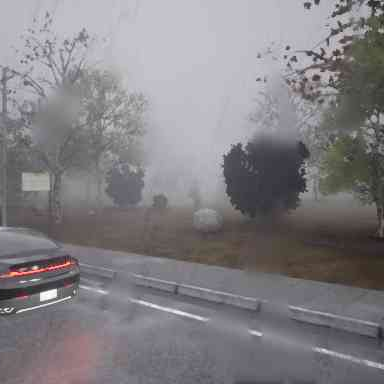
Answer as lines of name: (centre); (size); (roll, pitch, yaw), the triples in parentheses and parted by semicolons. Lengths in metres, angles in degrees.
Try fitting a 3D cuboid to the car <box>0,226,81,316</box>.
car: (-4.375, 1.505, 7.111); (4.892, 1.490, 1.837); (0, 0, 37)
